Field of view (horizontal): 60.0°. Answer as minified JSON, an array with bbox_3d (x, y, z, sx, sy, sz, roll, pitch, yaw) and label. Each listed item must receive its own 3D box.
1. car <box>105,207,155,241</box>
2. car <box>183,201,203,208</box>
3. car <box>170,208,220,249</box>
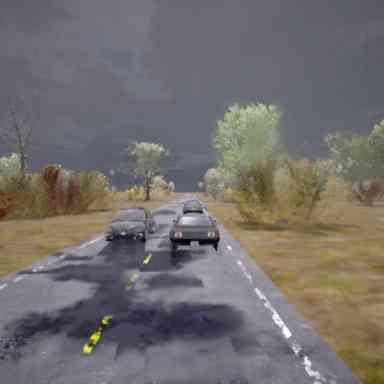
[{"bbox_3d":[-2.992,1.561,16.813,1.837,1.490,4.892,0,0,0],"label":"car"},{"bbox_3d":[0.116,1.549,33.643,1.994,1.385,4.181,0,0,0],"label":"car"},{"bbox_3d":[0.106,1.599,14.434,1.895,1.301,4.718,0,0,0],"label":"car"}]
